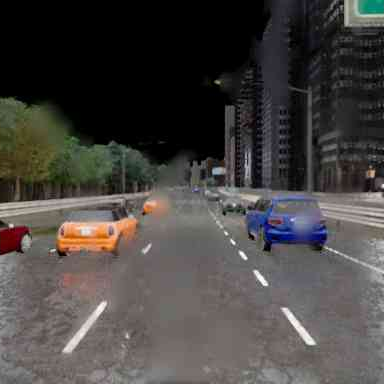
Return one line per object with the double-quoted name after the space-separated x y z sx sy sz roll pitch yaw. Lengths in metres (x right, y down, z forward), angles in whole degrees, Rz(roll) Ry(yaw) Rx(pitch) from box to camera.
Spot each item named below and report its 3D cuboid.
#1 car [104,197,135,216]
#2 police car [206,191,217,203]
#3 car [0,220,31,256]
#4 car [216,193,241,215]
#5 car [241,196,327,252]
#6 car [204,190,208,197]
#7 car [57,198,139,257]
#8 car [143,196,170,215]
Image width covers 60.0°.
-6.780 1.324 31.542 1.837 1.490 4.892 0 1 0 "car"
3.872 0.979 57.479 1.930 1.638 5.238 0 1 1 "police car"
-6.882 1.434 10.299 1.882 1.535 5.008 0 0 0 "car"
3.718 1.175 31.270 2.097 1.767 4.553 0 1 0 "car"
3.627 1.162 13.742 2.150 2.045 5.566 0 0 0 "car"
4.020 0.785 68.308 2.097 1.767 4.553 0 1 1 "car"
-3.375 1.296 12.772 2.097 1.767 4.553 0 0 0 "car"
-3.281 1.175 31.222 2.097 1.767 4.553 0 1 0 "car"
